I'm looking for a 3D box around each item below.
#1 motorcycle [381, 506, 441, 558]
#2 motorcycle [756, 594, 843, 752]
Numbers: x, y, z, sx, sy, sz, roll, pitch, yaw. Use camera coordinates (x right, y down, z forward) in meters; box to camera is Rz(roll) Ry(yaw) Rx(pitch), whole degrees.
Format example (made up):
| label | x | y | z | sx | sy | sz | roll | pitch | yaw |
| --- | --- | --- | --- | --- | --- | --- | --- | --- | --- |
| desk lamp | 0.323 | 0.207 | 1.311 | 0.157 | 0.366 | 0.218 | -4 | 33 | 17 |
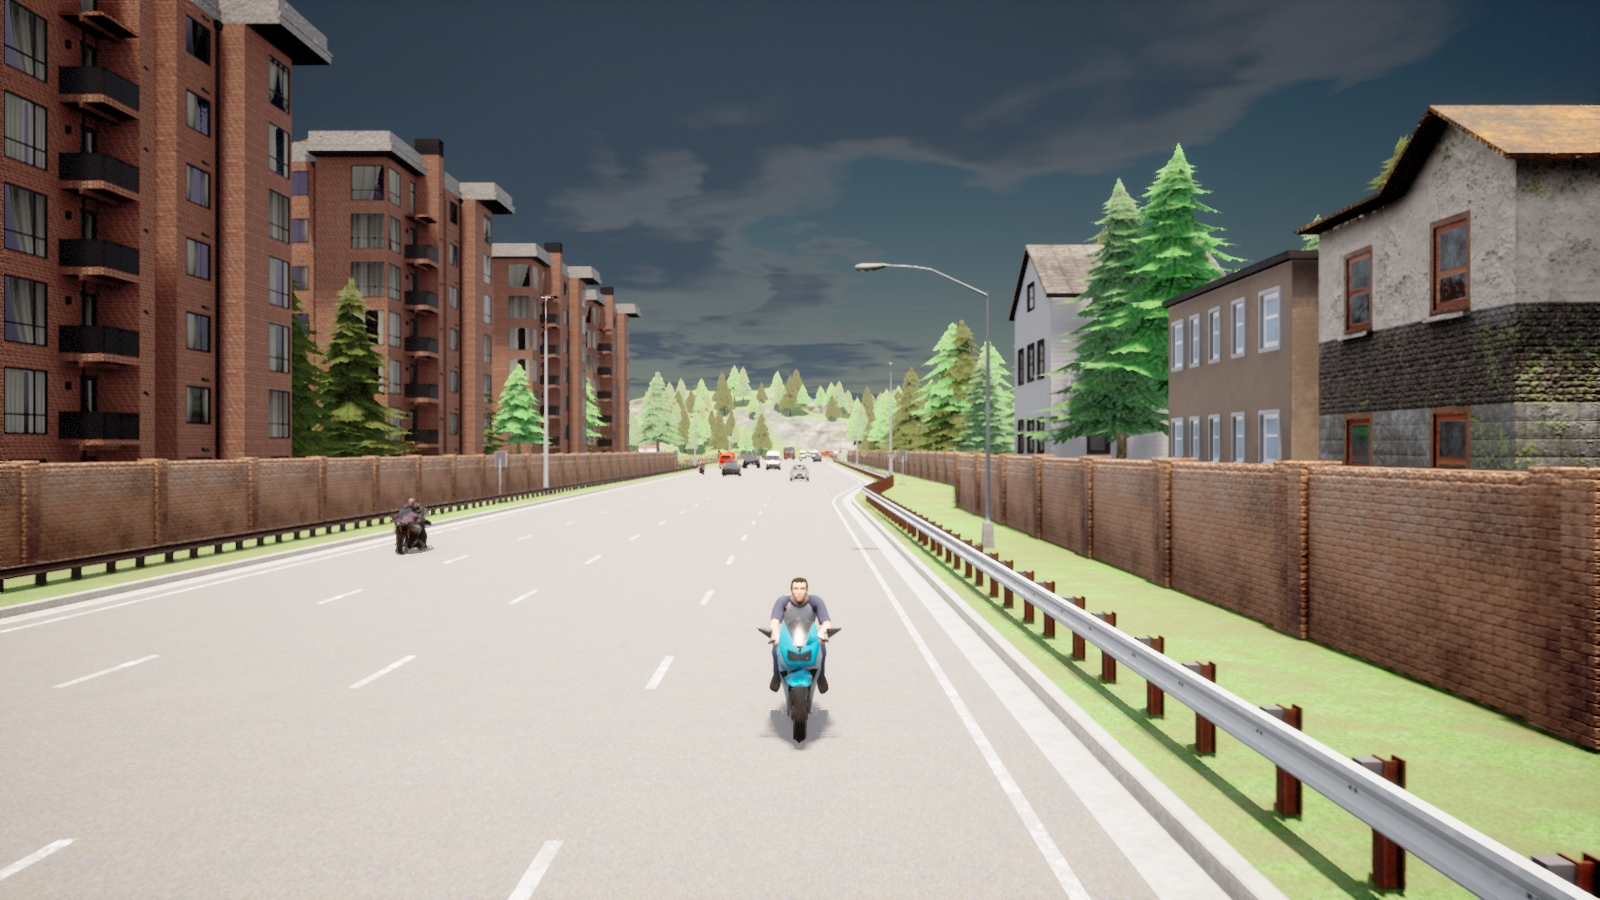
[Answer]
| label | x | y | z | sx | sy | sz | roll | pitch | yaw |
| --- | --- | --- | --- | --- | --- | --- | --- | --- | --- |
| motorcycle | -10.516 | 2.192 | 30.980 | 0.867 | 1.251 | 2.209 | 0 | 0 | 0 |
| motorcycle | -0.005 | 2.181 | 11.546 | 0.803 | 1.199 | 2.033 | 0 | 0 | 0 |
